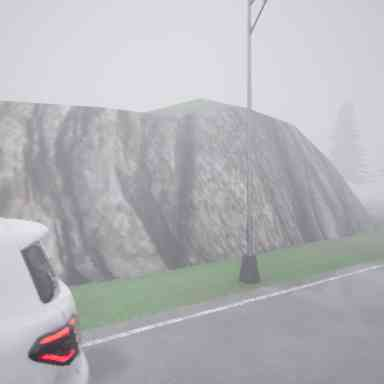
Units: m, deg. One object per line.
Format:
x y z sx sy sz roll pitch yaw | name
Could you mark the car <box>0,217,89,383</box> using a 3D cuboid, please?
-3.372 1.221 1.572 5.566 2.045 2.150 0 0 -36 | car
